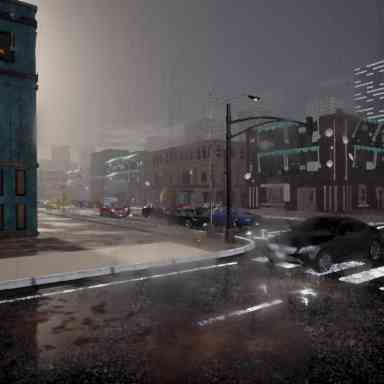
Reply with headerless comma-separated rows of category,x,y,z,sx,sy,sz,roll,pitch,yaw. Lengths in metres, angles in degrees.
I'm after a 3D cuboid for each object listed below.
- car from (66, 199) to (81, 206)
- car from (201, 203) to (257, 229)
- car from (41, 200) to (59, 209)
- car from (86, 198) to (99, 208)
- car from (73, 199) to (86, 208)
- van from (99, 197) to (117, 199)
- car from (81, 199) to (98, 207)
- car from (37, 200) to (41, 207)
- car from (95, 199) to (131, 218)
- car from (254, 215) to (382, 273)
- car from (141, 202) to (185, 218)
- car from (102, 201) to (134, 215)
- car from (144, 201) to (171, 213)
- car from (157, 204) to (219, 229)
car,-27.129,2.364,76.135,1.947,1.339,4.313,-1,0,-35
car,2.782,1.750,23.990,2.033,1.411,5.357,-1,0,-34
car,-24.248,2.233,57.603,1.752,1.417,4.829,-1,0,-35
car,-17.520,1.940,62.595,2.192,1.841,5.009,-1,0,-35
car,-20.457,2.192,62.280,1.812,1.442,4.674,-1,0,-35
van,-14.314,1.907,58.082,1.690,1.788,3.998,-1,0,-35
car,-20.719,2.228,67.108,1.887,1.381,4.507,-1,0,-35
car,-30.756,2.376,66.768,2.008,1.369,4.403,-1,0,-35
car,-8.324,1.847,35.177,1.967,1.590,4.097,-1,0,-35
car,4.396,1.525,10.791,4.674,1.442,1.812,0,0,-36
car,-3.198,1.812,32.451,2.128,1.511,4.902,-1,0,-35
car,-9.199,1.930,40.916,2.128,1.511,4.902,-1,0,-35
car,-4.693,1.966,44.544,1.802,1.307,4.206,-2,0,-35
car,-0.385,1.815,23.793,1.947,1.339,4.313,-1,0,-35
